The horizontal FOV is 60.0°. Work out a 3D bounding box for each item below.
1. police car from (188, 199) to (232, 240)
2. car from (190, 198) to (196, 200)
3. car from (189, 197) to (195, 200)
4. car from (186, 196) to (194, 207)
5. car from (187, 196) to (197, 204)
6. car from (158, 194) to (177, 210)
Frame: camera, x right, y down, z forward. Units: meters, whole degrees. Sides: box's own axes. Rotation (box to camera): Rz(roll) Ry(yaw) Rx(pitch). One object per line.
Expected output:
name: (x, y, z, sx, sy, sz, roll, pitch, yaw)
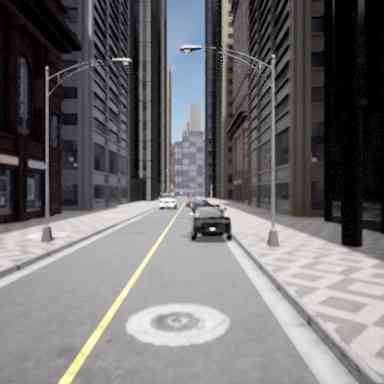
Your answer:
police car: (0.902, 1.413, 17.146, 1.930, 1.638, 5.238, 0, 0, 0)
car: (0.904, 1.513, 27.036, 1.812, 1.442, 4.674, 0, 0, 0)
car: (0.903, 1.494, 33.036, 1.837, 1.490, 4.892, 0, 0, 0)
car: (0.010, 1.602, 51.561, 1.895, 1.301, 4.718, 0, 0, 0)
car: (0.008, 1.587, 67.815, 1.994, 1.385, 4.181, 0, 0, 0)
car: (-3.077, 1.218, 43.326, 2.150, 2.045, 5.566, 0, 0, 0)
